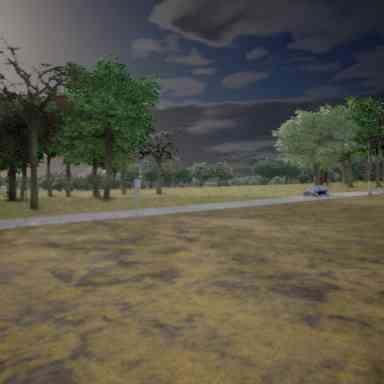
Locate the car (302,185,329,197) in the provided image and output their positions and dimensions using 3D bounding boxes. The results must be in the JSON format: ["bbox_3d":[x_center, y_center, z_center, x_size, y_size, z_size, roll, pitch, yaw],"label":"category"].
[{"bbox_3d":[18.805,-0.215,50.642,4.553,1.767,2.097,-3,2,-37],"label":"car"}]
